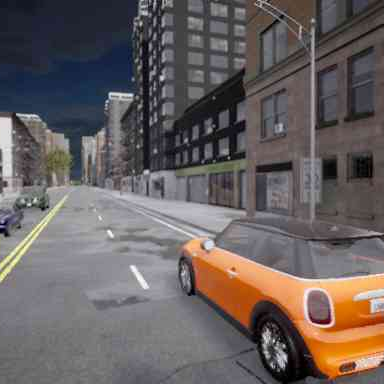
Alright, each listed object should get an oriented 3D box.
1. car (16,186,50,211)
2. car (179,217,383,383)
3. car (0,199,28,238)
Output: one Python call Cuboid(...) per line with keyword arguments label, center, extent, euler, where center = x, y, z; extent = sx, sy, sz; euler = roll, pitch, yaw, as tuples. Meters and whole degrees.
Cuboid(label="car", center=(-13.563, 0.527, 28.554), extent=(2.150, 2.045, 5.566), euler=(-1, 3, -18))
Cuboid(label="car", center=(1.329, 1.203, 5.623), extent=(2.097, 1.767, 4.553), euler=(-1, 1, -20))
Cuboid(label="car", center=(-9.006, 1.242, 15.207), extent=(1.895, 1.301, 4.718), euler=(-1, 2, -19))
